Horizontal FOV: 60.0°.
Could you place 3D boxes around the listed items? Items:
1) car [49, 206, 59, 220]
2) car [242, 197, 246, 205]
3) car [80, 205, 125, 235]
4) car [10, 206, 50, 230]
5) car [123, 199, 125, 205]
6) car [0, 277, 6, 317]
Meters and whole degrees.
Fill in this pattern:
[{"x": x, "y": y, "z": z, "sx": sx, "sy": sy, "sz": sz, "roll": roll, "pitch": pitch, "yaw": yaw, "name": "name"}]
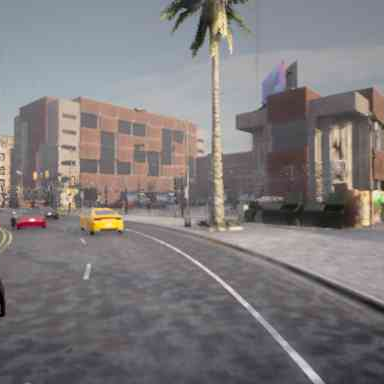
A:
[{"x": -14.789, "y": 2.039, "z": 32.757, "sx": 1.994, "sy": 1.385, "sz": 4.181, "roll": 0, "pitch": -1, "yaw": -44, "name": "car"}, {"x": 8.502, "y": 2.008, "z": 52.427, "sx": 4.674, "sy": 1.452, "sz": 2.002, "roll": -1, "pitch": -1, "yaw": 42, "name": "car"}, {"x": -5.861, "y": 1.766, "z": 21.145, "sx": 1.882, "sy": 1.535, "sz": 5.008, "roll": 0, "pitch": -1, "yaw": -28, "name": "car"}, {"x": -12.152, "y": 1.926, "z": 24.612, "sx": 1.994, "sy": 1.385, "sz": 4.181, "roll": 0, "pitch": -1, "yaw": -34, "name": "car"}, {"x": -11.590, "y": 1.982, "z": 55.149, "sx": 4.553, "sy": 1.767, "sz": 2.185, "roll": -1, "pitch": -1, "yaw": 42, "name": "car"}, {"x": -3.901, "y": 1.559, "z": 3.725, "sx": 2.128, "sy": 1.511, "sz": 4.902, "roll": 0, "pitch": -1, "yaw": -6, "name": "car"}]
